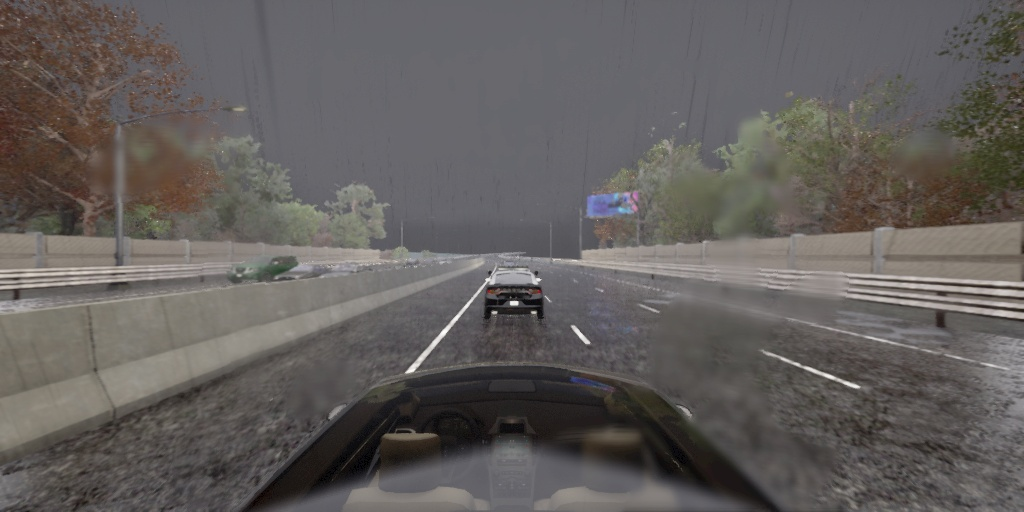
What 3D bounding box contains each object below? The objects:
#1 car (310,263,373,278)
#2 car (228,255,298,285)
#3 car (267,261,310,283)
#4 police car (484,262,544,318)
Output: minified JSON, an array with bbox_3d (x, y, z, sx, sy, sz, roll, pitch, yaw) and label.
[{"bbox_3d":[-10.756,1.242,23.691,2.128,1.511,4.902,0,0,-1],"label":"car"},{"bbox_3d":[-17.789,0.973,26.175,2.150,2.045,5.566,0,0,-1],"label":"car"},{"bbox_3d":[-14.277,1.298,25.229,2.033,1.411,5.357,0,0,-1],"label":"car"},{"bbox_3d":[0.048,1.174,13.042,1.930,1.638,5.238,0,0,0],"label":"police car"}]
